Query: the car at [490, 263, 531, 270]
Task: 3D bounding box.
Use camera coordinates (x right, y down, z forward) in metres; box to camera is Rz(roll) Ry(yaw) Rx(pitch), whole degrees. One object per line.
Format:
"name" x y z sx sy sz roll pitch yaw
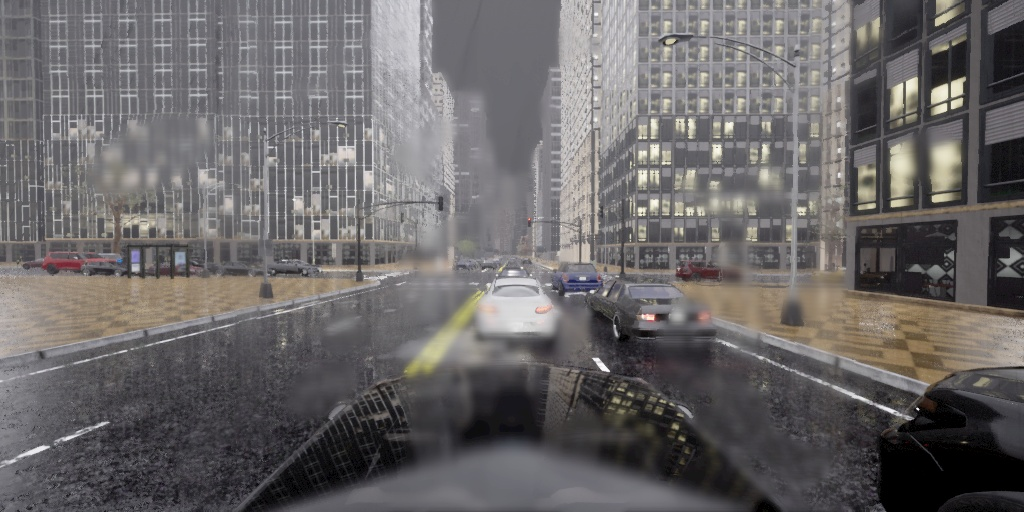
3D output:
"car" 0.112 1.288 18.888 2.033 1.411 5.357 0 0 0

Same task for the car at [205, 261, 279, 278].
"car" -22.710 1.174 30.270 4.313 1.339 1.948 0 0 1

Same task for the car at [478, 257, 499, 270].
"car" -3.304 1.262 51.227 2.033 1.411 5.357 0 0 0

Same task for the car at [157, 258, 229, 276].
"car" -29.416 0.981 33.120 5.008 1.535 1.882 1 1 1

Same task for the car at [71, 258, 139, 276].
"car" -34.074 1.069 30.585 4.313 1.339 1.948 0 0 1

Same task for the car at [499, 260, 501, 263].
"car" -3.282 1.304 60.987 1.895 1.301 4.718 0 0 0

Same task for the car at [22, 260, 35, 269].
"car" -50.941 0.793 39.373 4.207 1.307 1.802 0 0 1

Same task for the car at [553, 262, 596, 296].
"car" 3.363 1.093 19.168 2.097 1.767 4.553 0 0 0

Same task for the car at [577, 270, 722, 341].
"car" 3.358 1.293 9.782 2.033 1.411 5.357 0 0 0

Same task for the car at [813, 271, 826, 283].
"car" 27.663 1.579 29.507 4.829 1.417 1.751 0 0 1

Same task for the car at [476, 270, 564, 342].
"car" 0.105 1.272 9.644 1.812 1.442 4.674 0 0 0

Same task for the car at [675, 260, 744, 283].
"car" 16.215 1.269 29.713 5.009 1.841 2.192 0 0 1

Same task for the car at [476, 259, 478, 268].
"car" -6.544 1.211 58.341 1.837 1.490 4.892 0 0 0

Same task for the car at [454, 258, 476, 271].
"car" -6.588 1.068 49.244 2.097 1.767 4.553 0 0 1

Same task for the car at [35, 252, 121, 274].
"car" -40.015 0.628 33.347 5.566 2.045 2.150 1 1 1

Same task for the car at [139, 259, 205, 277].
"car" -28.394 1.138 30.407 4.207 1.307 1.802 0 0 1

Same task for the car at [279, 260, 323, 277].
"car" -20.005 1.080 32.921 4.902 1.511 2.128 1 1 1
